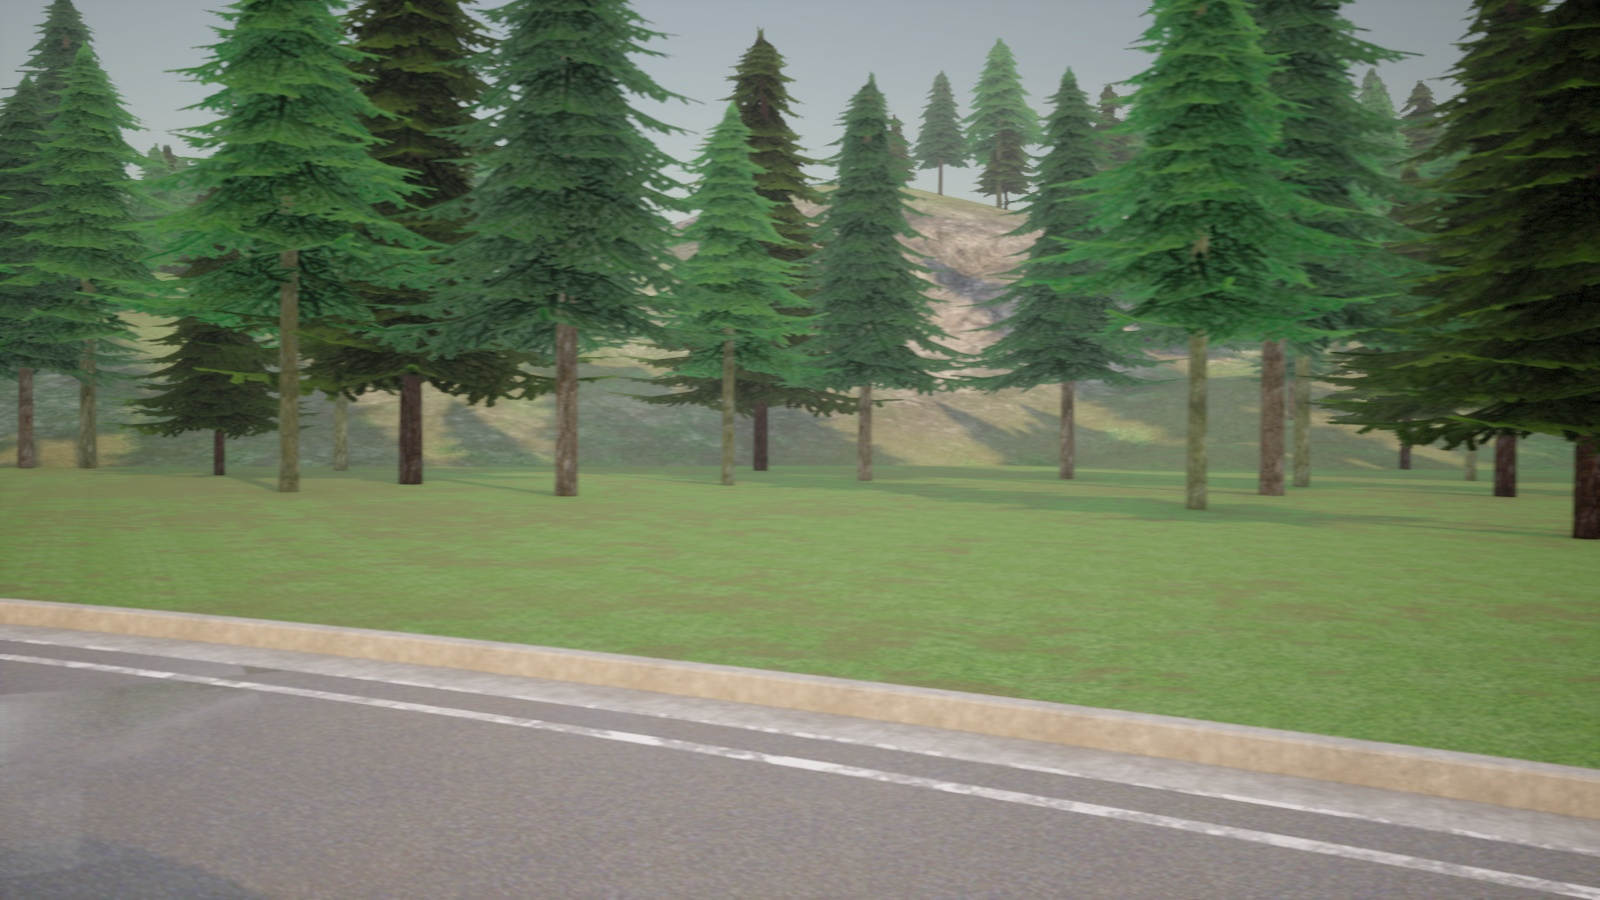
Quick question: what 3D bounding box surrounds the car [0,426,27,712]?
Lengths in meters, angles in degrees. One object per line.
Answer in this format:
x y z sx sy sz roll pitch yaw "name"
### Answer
-6.682 0.657 6.756 4.514 1.525 2.007 0 1 22 "car"
